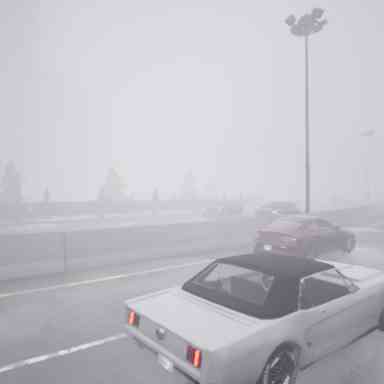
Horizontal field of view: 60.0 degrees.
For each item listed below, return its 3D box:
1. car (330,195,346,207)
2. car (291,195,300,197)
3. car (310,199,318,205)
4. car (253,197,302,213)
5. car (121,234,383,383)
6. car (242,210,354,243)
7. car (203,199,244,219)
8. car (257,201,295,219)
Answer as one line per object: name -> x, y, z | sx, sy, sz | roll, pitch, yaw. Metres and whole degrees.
car -> 26.280, 1.584, 59.920 | 2.150, 2.045, 5.566 | 0, 0, 17
car -> 20.926, 1.691, 67.125 | 2.150, 2.045, 5.566 | 0, -1, 14
car -> 24.818, 2.058, 68.593 | 1.895, 1.301, 4.718 | 0, -1, 14
car -> 6.189, 1.451, 24.174 | 2.097, 1.767, 4.553 | 0, -1, 42
car -> 1.463, 1.617, 5.069 | 4.718, 1.301, 1.895 | 0, 0, -38
car -> 4.077, 1.564, 11.880 | 4.674, 1.442, 1.812 | 0, 0, -41
car -> 3.027, 1.502, 31.180 | 2.097, 1.767, 4.553 | 0, -1, 39
car -> 8.180, 1.654, 31.997 | 1.837, 1.490, 4.892 | 0, 0, 37
